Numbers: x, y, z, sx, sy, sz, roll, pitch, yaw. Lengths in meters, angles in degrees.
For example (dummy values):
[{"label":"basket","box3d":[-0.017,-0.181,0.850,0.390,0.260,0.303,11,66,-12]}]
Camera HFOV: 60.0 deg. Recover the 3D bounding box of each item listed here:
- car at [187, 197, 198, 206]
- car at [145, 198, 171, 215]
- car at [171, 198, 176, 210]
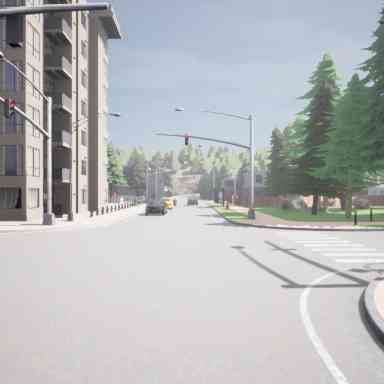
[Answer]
[{"label":"car","box3d":[0.140,1.547,55.665,2.033,1.411,5.357,0,0,0]},{"label":"car","box3d":[-3.517,1.478,33.480,1.882,1.535,5.008,0,0,0]},{"label":"car","box3d":[-3.483,1.478,43.441,1.882,1.535,5.008,0,0,0]}]
